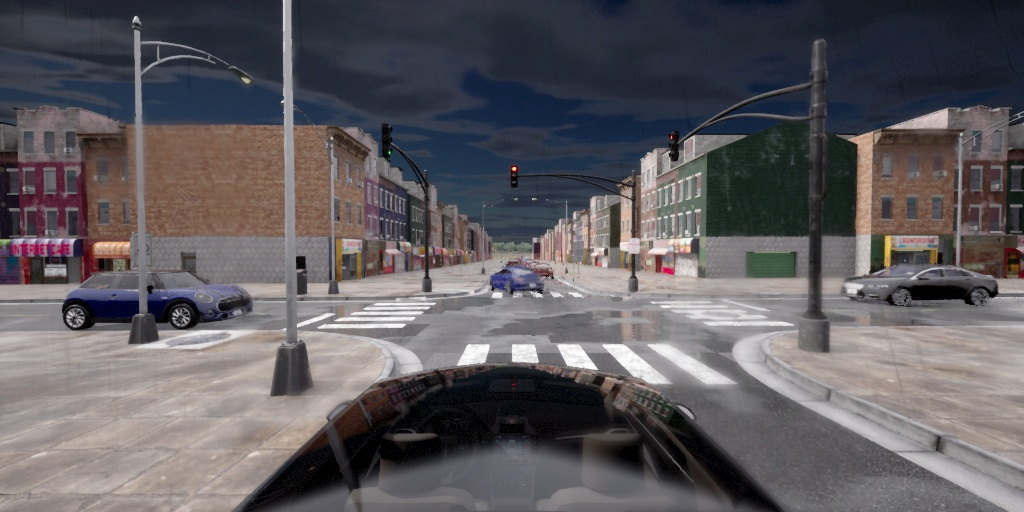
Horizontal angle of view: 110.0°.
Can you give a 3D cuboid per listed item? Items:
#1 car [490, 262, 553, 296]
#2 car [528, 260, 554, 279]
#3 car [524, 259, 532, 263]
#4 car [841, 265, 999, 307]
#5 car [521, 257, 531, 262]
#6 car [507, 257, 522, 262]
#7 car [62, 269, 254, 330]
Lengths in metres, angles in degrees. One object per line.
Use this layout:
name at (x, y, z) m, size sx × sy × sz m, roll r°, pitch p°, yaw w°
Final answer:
car at (0.200, 1.270, 19.540) m, size 1.812 × 1.442 × 4.674 m, roll -1°, pitch 0°, yaw -21°
car at (2.697, 1.292, 31.655) m, size 1.888 × 1.381 × 4.507 m, roll 0°, pitch 0°, yaw 0°
car at (2.719, 1.329, 42.720) m, size 1.802 × 1.307 × 4.207 m, roll 0°, pitch 0°, yaw 0°
car at (15.826, 1.113, 14.076) m, size 4.902 × 1.511 × 2.128 m, roll 0°, pitch 1°, yaw 0°
car at (2.742, 1.293, 53.785) m, size 1.888 × 1.381 × 4.507 m, roll 0°, pitch 0°, yaw 0°
car at (0.216, 1.226, 59.284) m, size 1.882 × 1.535 × 5.008 m, roll 0°, pitch 0°, yaw 0°
car at (-10.791, 1.203, 11.184) m, size 4.553 × 1.767 × 2.097 m, roll 0°, pitch 1°, yaw 0°
